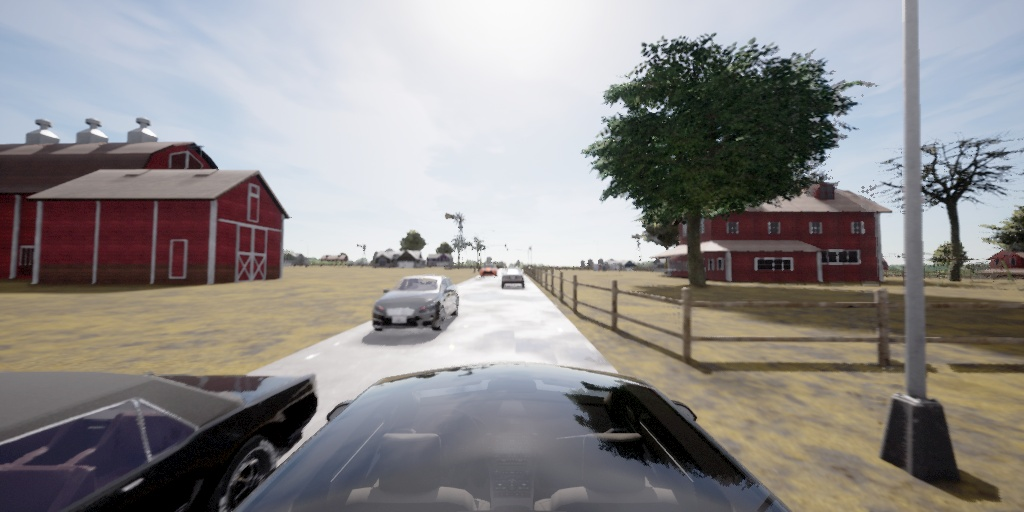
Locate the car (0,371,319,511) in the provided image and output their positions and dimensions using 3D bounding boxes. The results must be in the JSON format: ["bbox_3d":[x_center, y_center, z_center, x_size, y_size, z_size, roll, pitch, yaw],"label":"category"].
[{"bbox_3d":[-2.846,1.347,1.324,1.895,1.301,4.718,0,-1,0],"label":"car"}]

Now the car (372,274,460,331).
[{"bbox_3d":[-2.841,1.366,11.492,2.128,1.511,4.902,0,-1,0],"label":"car"}]

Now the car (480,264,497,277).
[{"bbox_3d":[-2.850,1.745,44.869,2.097,1.767,4.553,0,-1,0],"label":"car"}]

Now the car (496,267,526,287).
[{"bbox_3d":[0.096,1.659,28.348,2.033,1.411,5.357,0,-1,1],"label":"car"}]
